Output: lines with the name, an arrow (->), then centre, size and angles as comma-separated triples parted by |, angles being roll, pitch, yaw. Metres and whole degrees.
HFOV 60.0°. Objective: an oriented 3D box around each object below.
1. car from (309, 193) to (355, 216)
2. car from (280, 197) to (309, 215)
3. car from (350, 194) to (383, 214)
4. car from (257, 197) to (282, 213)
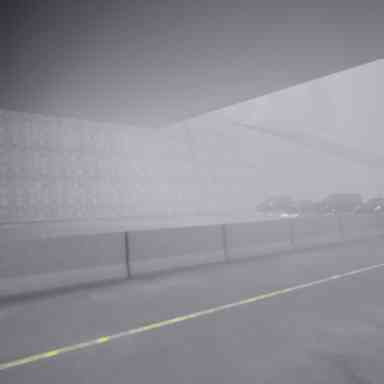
car -> 13.708, 1.151, 30.886 | 5.566, 2.045, 2.150 | 0, 0, -36
car -> 11.276, 1.508, 33.456 | 4.181, 1.385, 1.994 | 0, 0, -35
car -> 15.742, 1.288, 28.038 | 4.553, 1.767, 2.097 | 0, 0, -35
car -> 9.230, 1.295, 36.298 | 4.553, 1.767, 2.097 | 0, 0, -35
